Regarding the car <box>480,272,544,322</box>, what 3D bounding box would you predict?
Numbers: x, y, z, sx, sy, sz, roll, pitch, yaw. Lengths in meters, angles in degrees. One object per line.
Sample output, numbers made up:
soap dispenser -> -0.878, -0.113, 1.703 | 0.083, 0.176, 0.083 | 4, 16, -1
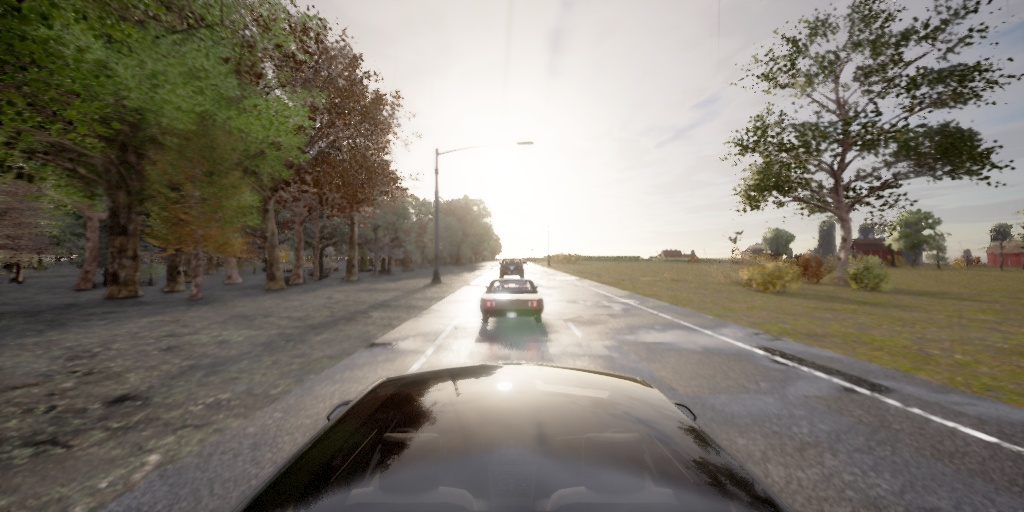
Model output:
car -> -0.003, 1.411, 12.490 | 1.895, 1.301, 4.718 | 0, 0, 0

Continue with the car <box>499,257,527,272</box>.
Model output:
car -> -0.008, 1.134, 32.676 | 2.150, 2.045, 5.566 | 0, 0, 0
